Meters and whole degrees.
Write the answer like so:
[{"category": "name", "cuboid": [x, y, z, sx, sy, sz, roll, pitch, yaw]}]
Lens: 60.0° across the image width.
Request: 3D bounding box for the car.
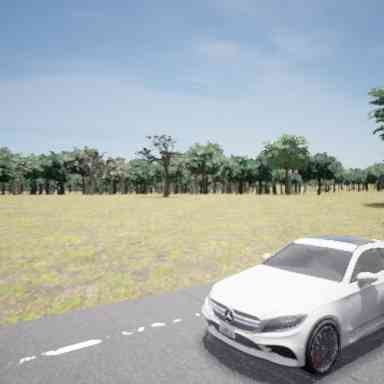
[{"category": "car", "cuboid": [2.345, 1.517, 5.653, 4.674, 1.442, 1.812, 0, 0, -36]}]
